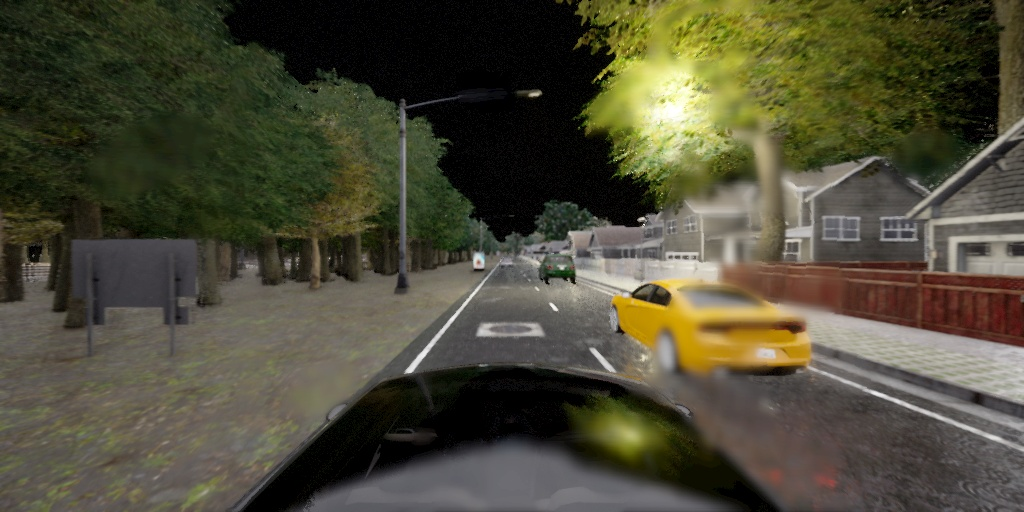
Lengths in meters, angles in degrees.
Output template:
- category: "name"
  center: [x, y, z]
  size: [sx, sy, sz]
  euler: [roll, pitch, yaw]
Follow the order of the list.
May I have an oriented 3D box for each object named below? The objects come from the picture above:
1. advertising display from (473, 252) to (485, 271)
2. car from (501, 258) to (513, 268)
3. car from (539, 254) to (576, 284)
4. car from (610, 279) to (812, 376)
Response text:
- category: "advertising display"
  center: [-4.174, 0.671, 45.512]
  size: [1.540, 2.440, 0.280]
  euler: [0, 0, -1]
- category: "car"
  center: [-0.797, 1.206, 57.435]
  size: [1.895, 1.301, 4.718]
  euler: [0, 0, 1]
- category: "car"
  center: [3.243, 0.898, 26.270]
  size: [2.150, 2.045, 5.566]
  euler: [0, 0, -1]
- category: "car"
  center: [3.524, 1.205, 7.476]
  size: [1.882, 1.535, 5.008]
  euler: [0, 0, -1]
